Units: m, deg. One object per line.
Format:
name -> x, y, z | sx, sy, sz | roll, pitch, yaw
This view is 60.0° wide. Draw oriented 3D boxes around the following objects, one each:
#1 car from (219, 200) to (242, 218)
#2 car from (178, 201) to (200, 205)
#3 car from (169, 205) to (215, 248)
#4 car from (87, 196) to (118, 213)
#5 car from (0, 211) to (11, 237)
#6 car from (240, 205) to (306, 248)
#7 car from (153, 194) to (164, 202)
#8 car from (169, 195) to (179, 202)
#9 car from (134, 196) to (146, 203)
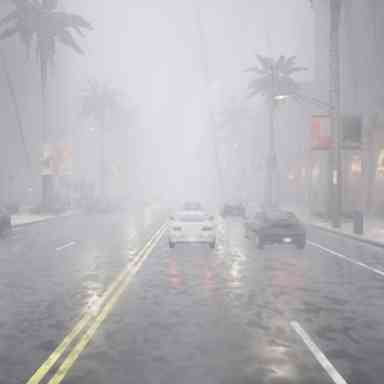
car -> 3.534, 1.485, 29.637 | 1.882, 1.535, 5.008 | 0, 0, 0
car -> 0.034, 1.563, 29.646 | 2.033, 1.411, 5.357 | 0, 0, 0
car -> 0.000, 1.533, 14.650 | 1.812, 1.442, 4.674 | 0, 0, 0
car -> -10.119, 1.353, 37.085 | 2.185, 1.767, 4.553 | 0, 0, -1
car -> -10.190, 1.512, 15.153 | 2.161, 1.482, 4.786 | 0, 0, -1
car -> 3.500, 1.516, 14.650 | 1.837, 1.490, 4.892 | 0, 0, 0
car -> -7.428, 1.308, 74.698 | 2.097, 1.767, 4.553 | 0, 0, -1
car -> -3.928, 1.477, 74.706 | 1.812, 1.442, 4.674 | 0, 0, -1
car -> -10.425, 1.480, 66.458 | 2.231, 1.521, 4.892 | 0, 0, -1
